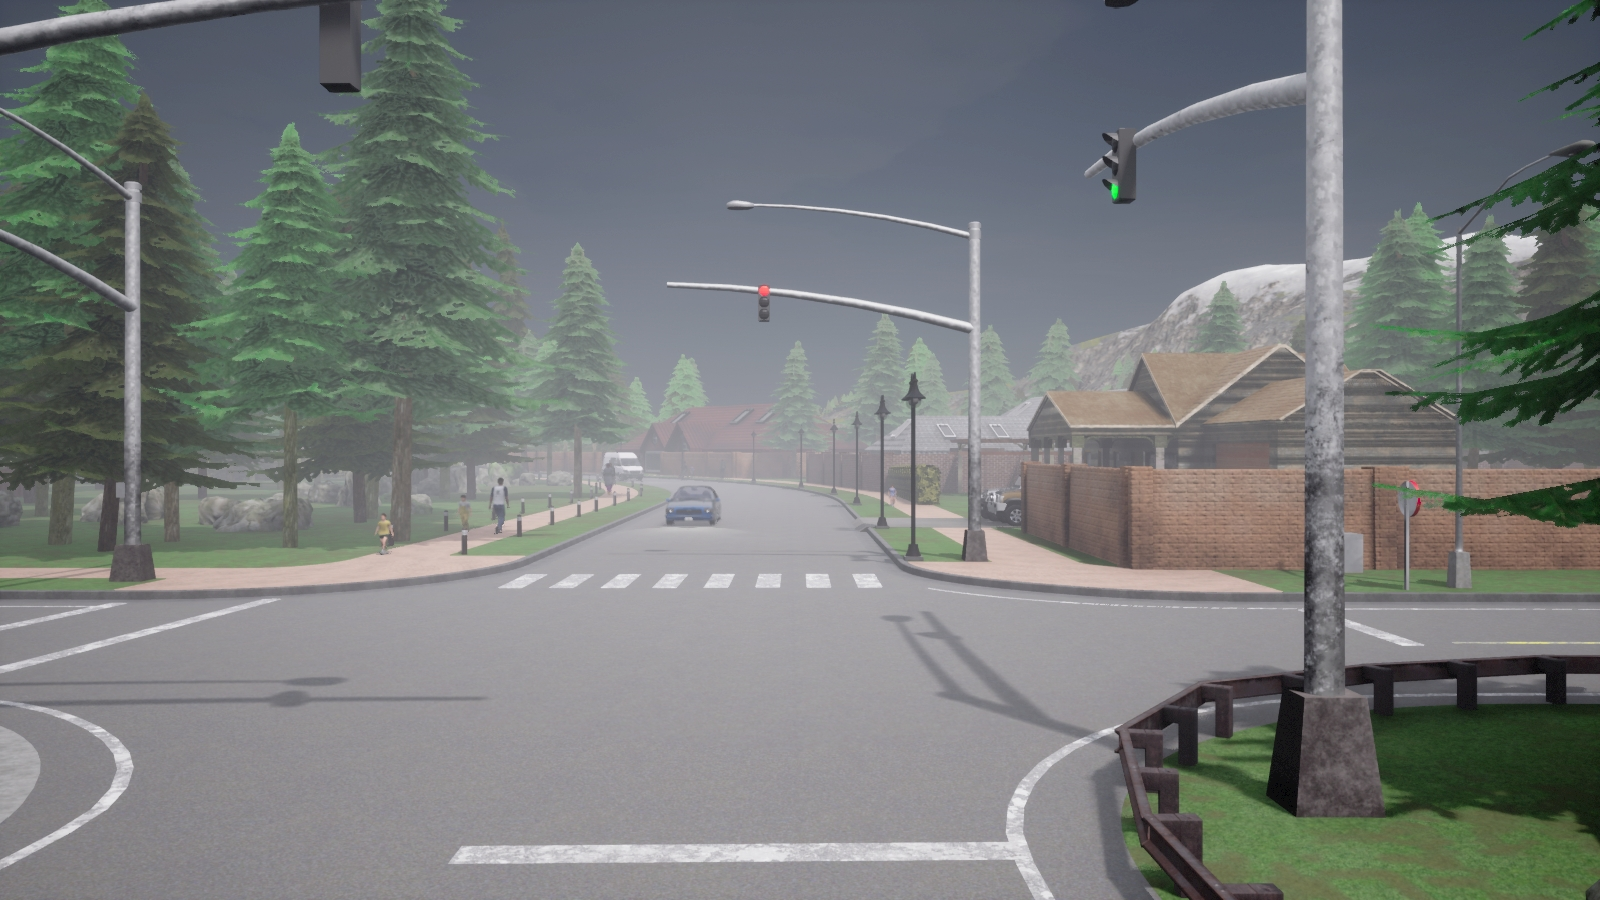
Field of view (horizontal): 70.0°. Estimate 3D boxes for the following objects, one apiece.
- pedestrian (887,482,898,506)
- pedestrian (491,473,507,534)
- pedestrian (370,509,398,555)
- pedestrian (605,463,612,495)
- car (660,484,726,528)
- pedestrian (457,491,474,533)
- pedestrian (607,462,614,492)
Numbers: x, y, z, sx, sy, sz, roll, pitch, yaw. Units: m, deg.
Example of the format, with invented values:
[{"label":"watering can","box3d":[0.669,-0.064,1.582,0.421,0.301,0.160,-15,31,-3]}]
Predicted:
[{"label":"pedestrian","box3d":[4.279,2.046,52.816,0.500,1.100,0.500,0,0,0]},{"label":"pedestrian","box3d":[-9.378,1.664,35.577,0.375,1.860,0.375,0,0,8]},{"label":"pedestrian","box3d":[-10.340,2.044,28.426,0.500,1.100,0.500,0,0,3]},{"label":"pedestrian","box3d":[-11.072,1.664,66.178,0.375,1.860,0.375,0,0,-8]},{"label":"car","box3d":[-3.988,2.072,43.496,2.033,1.411,5.357,0,0,0]},{"label":"pedestrian","box3d":[-10.458,1.943,35.748,0.375,1.300,0.375,0,0,8]},{"label":"pedestrian","box3d":[-11.700,1.661,70.503,0.375,1.860,0.375,0,0,-9]}]
